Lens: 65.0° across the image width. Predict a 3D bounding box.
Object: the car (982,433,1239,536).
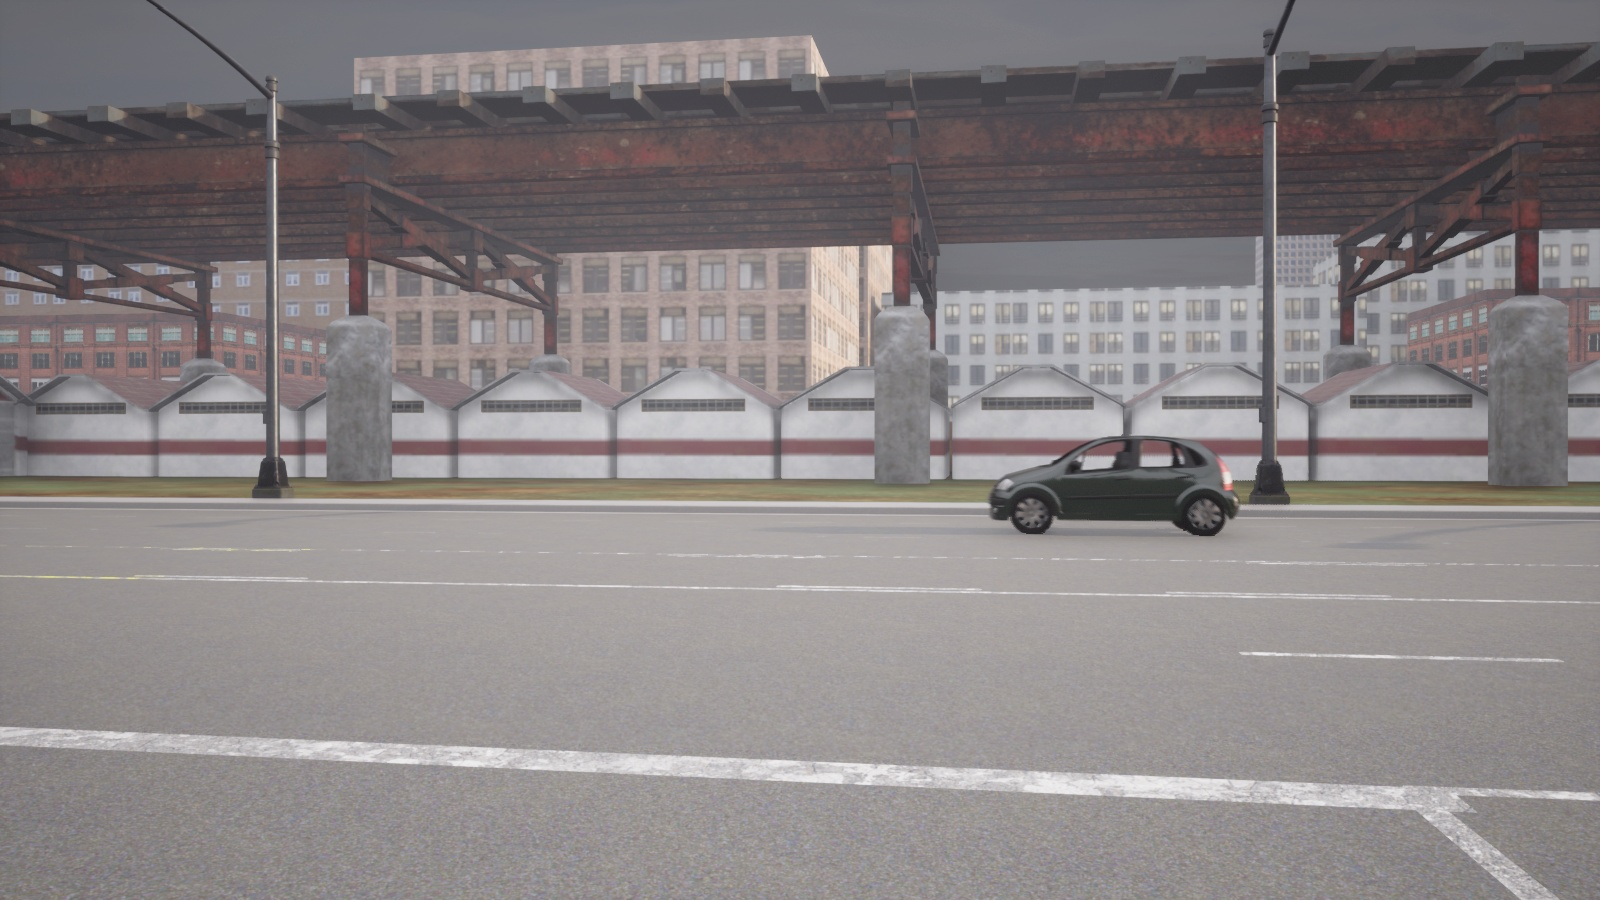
[{"bbox_3d":[5.057,0.531,20.914,3.988,1.617,1.851,0,0,8],"label":"car"}]
